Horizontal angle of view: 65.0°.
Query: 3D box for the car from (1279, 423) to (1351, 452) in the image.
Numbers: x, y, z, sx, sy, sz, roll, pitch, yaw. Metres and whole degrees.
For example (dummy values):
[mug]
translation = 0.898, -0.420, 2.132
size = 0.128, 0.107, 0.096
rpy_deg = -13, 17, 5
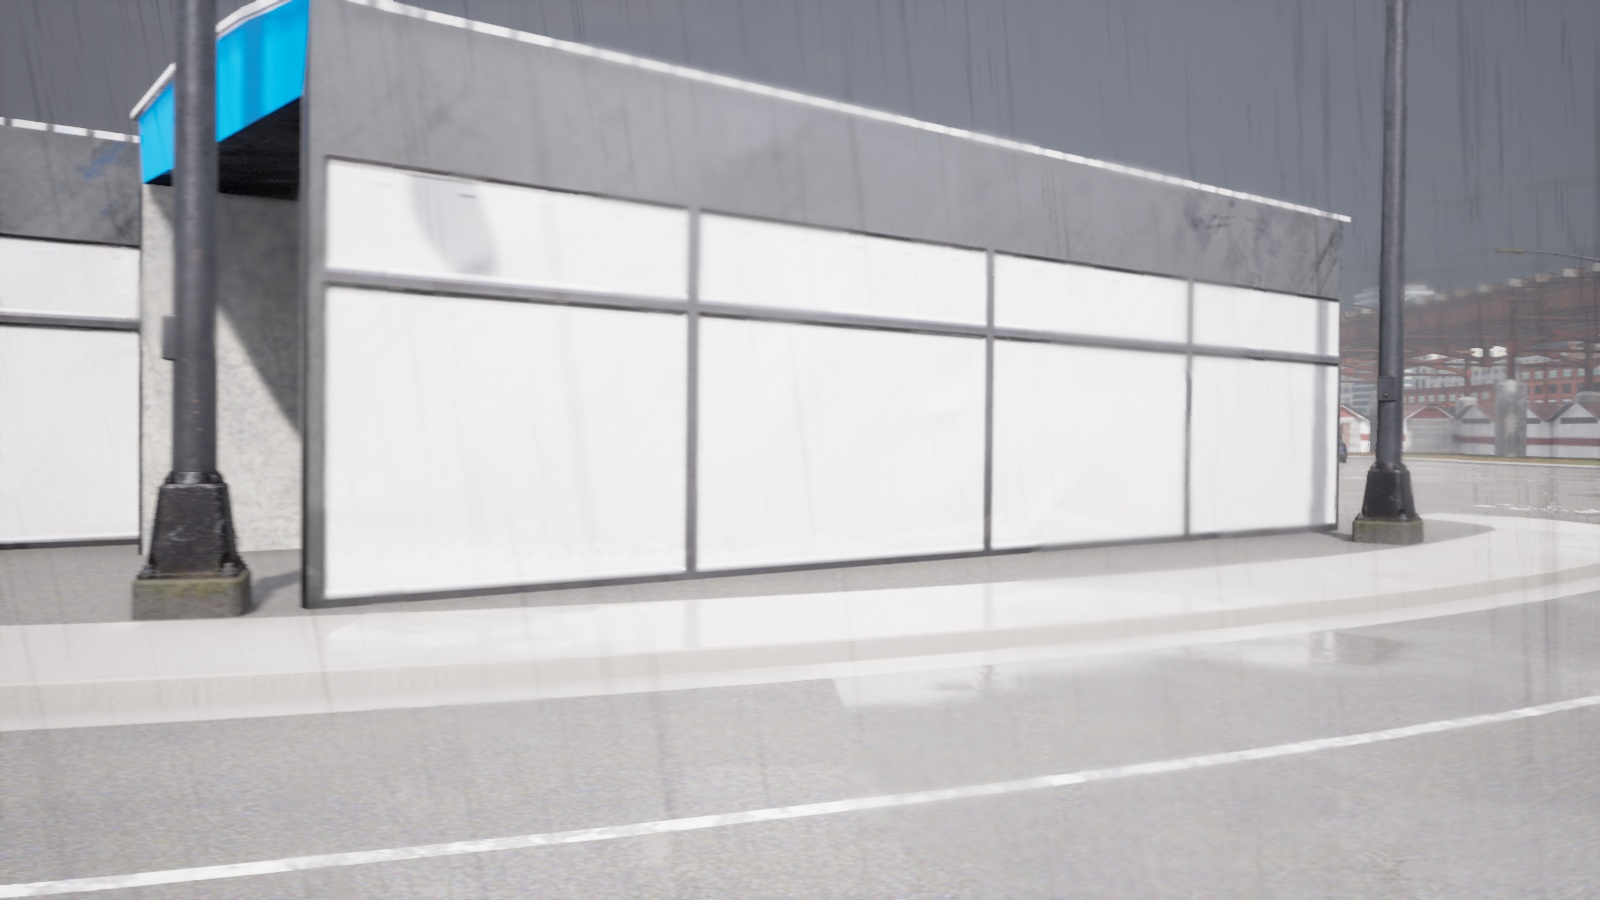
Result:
[car]
translation = 30.636, -0.761, 74.869
size = 2.033, 1.649, 4.856
rpy_deg = -1, 1, -3
